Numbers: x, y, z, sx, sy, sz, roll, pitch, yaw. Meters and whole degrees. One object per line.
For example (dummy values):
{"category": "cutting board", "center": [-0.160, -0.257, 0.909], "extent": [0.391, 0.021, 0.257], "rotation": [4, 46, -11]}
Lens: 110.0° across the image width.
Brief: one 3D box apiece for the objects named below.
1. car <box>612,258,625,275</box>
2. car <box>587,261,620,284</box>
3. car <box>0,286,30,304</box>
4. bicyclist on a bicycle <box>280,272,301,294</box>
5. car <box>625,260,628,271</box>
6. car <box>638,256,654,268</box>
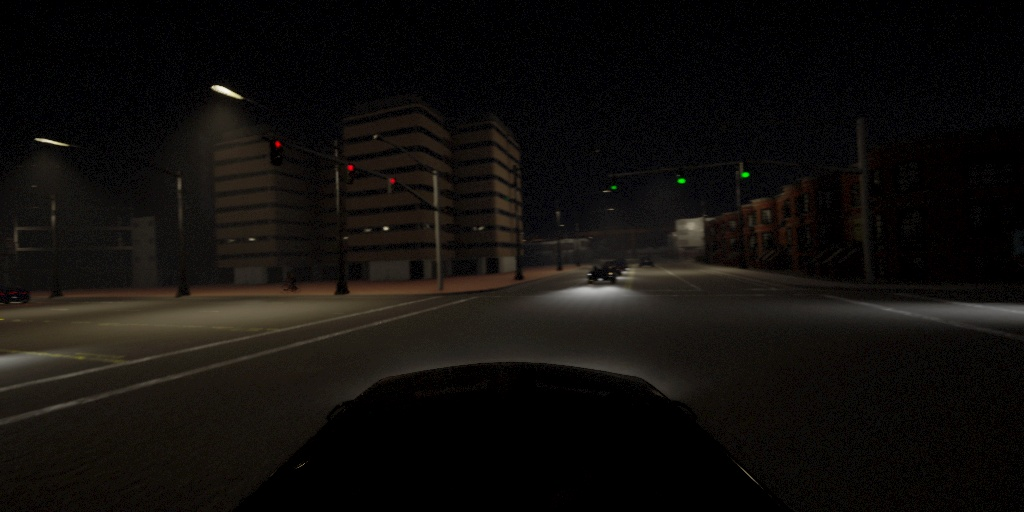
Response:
{"category": "car", "center": [9.833, 1.224, 35.527], "extent": [1.812, 1.442, 4.674], "rotation": [-3, -1, 20]}
{"category": "car", "center": [6.881, 1.332, 27.146], "extent": [1.895, 1.301, 4.718], "rotation": [-3, -1, 19]}
{"category": "car", "center": [-42.025, 3.256, 29.430], "extent": [5.008, 1.535, 1.882], "rotation": [-3, -1, 19]}
{"category": "bicyclist on a bicycle", "center": [-16.317, 1.983, 26.433], "extent": [0.582, 1.620, 1.656], "rotation": [-3, -1, 19]}
{"category": "car", "center": [13.208, 1.185, 44.988], "extent": [1.812, 1.442, 4.674], "rotation": [-3, -1, 19]}
{"category": "car", "center": [20.280, 0.818, 54.347], "extent": [2.097, 1.767, 4.553], "rotation": [-3, -1, 19]}
